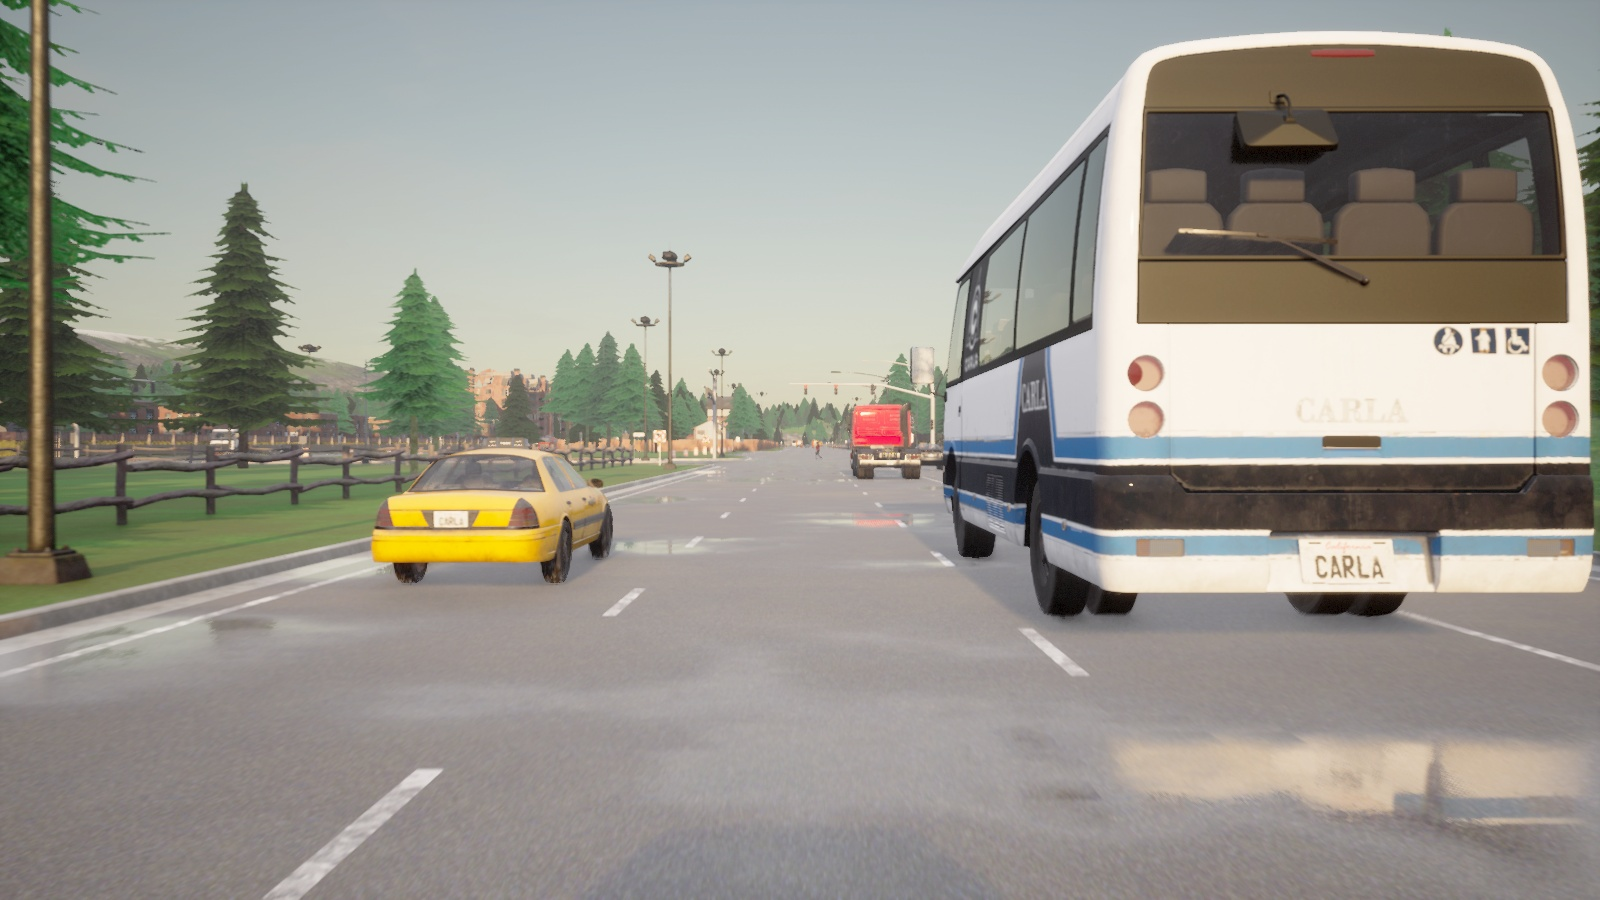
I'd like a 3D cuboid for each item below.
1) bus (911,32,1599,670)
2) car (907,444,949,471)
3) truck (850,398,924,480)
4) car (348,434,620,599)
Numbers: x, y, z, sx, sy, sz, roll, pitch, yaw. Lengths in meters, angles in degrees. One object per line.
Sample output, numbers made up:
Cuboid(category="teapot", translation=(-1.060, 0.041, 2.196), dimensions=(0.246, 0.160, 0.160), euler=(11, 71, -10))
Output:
Cuboid(category="bus", translation=(3.594, -0.684, 13.522), dimensions=(3.944, 4.253, 10.273), euler=(0, 0, 0))
Cuboid(category="car", translation=(7.432, 0.393, 73.029), dimensions=(2.007, 1.525, 4.514), euler=(0, 0, 0))
Cuboid(category="truck", translation=(3.842, -0.471, 57.120), dimensions=(2.891, 3.462, 7.936), euler=(0, 0, 0))
Cuboid(category="car", translation=(-3.401, 0.621, 14.670), dimensions=(1.801, 1.575, 5.366), euler=(0, 0, 0))
